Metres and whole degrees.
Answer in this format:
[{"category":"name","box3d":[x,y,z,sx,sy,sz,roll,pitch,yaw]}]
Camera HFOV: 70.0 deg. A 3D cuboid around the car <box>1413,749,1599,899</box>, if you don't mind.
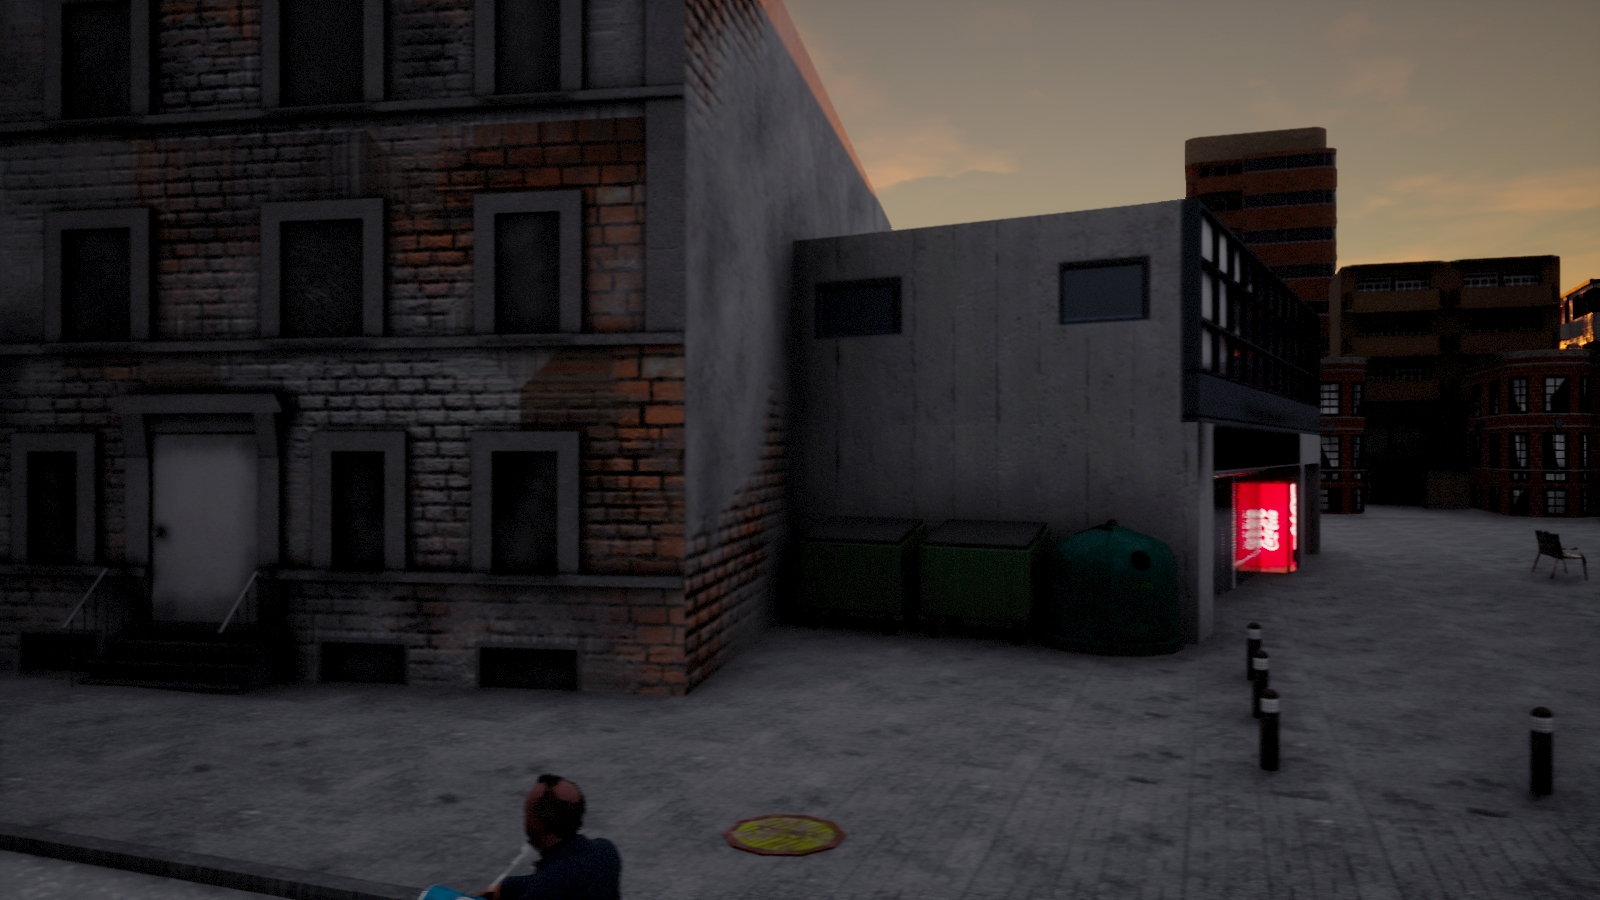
[{"category":"car","box3d":[4.176,1.841,2.322,4.892,1.480,2.231,0,0,20]}]
